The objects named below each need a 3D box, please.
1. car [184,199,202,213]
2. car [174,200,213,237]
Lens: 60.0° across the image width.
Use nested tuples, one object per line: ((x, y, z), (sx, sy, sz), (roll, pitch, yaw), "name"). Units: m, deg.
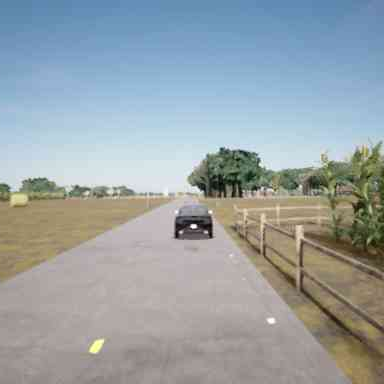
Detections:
((0.059, 1.504, 37.058), (1.895, 1.301, 4.718), (0, 0, 0), "car")
((0.078, 1.417, 17.729), (1.882, 1.535, 5.008), (0, 0, 0), "car")
